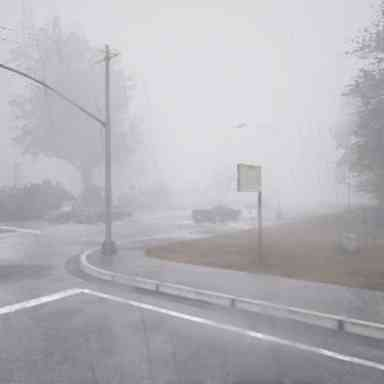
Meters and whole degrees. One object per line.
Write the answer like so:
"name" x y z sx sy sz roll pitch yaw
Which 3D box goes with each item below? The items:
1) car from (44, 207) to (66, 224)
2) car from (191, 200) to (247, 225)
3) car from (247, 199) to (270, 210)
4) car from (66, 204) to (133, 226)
"car" -9.896 1.789 27.801 1.812 1.442 4.674 -1 0 40
"car" 1.988 1.619 25.673 1.882 1.535 5.008 -1 0 39
"car" 9.070 1.685 46.322 2.033 1.411 5.357 -1 0 37
"car" -6.871 1.728 25.983 1.837 1.490 4.892 -1 0 39
